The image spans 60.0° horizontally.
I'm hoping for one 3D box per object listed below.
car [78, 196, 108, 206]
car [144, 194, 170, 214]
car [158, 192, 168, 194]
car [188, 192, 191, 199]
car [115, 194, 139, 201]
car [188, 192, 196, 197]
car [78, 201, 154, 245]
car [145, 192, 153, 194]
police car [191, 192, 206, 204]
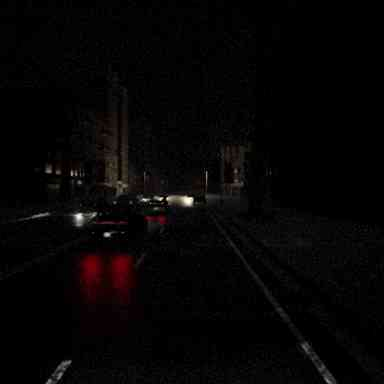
[{"bbox_3d":[-9.838,1.161,33.452,1.882,1.535,5.008,0,0,0],"label":"car"},{"bbox_3d":[-3.144,1.194,31.381,2.128,1.511,4.902,0,1,0],"label":"car"},{"bbox_3d":[-6.486,0.693,74.913,1.882,1.535,5.008,0,1,0],"label":"car"},{"bbox_3d":[0.014,0.734,70.778,1.895,1.301,4.718,0,1,0],"label":"car"},{"bbox_3d":[-6.587,1.035,33.551,2.097,1.767,4.553,0,1,0],"label":"car"},{"bbox_3d":[0.016,0.583,86.091,1.895,1.301,4.718,0,1,0],"label":"car"},{"bbox_3d":[-3.147,1.350,14.763,2.128,1.511,4.902,0,1,0],"label":"car"},{"bbox_3d":[-9.736,0.740,74.914,2.128,1.511,4.902,0,1,0],"label":"car"},{"bbox_3d":[1.147,0.937,51.536,1.930,1.638,5.238,0,1,0],"label":"police car"}]
